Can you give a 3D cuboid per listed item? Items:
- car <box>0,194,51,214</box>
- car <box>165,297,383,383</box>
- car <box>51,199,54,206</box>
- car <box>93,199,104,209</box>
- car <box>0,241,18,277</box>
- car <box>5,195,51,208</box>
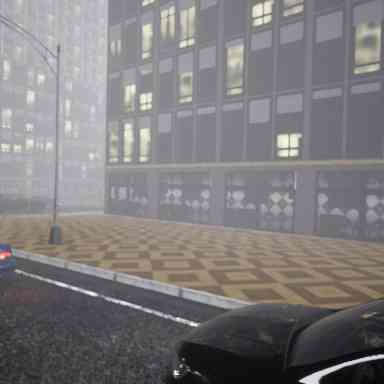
[{"bbox_3d":[-16.441,1.088,31.223,2.192,1.841,5.009,2,0,37],"label":"car"},{"bbox_3d":[2.010,1.511,2.250,4.892,1.490,1.837,1,1,36],"label":"car"},{"bbox_3d":[-18.403,1.119,38.295,1.882,1.535,5.008,2,1,37],"label":"car"},{"bbox_3d":[-9.633,1.402,40.427,1.752,1.417,4.829,2,0,37],"label":"car"},{"bbox_3d":[-6.480,1.406,8.322,5.357,1.411,2.033,1,1,36],"label":"car"},{"bbox_3d":[-19.926,1.098,40.603,1.752,1.417,4.829,2,0,37],"label":"car"}]
